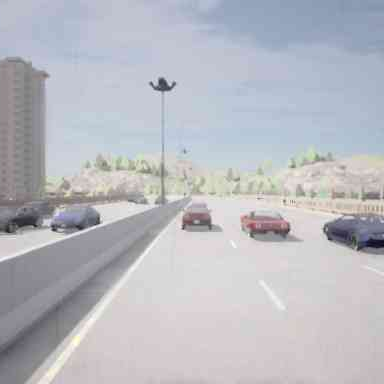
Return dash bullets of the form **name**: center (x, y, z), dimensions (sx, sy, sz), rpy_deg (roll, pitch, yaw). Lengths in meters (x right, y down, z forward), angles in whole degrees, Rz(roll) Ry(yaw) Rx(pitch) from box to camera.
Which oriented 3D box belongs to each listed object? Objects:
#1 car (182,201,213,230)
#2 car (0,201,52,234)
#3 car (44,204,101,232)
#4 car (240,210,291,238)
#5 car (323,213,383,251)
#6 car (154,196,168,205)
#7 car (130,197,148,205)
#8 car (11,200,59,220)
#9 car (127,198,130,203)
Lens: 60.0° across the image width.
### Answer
- **car**: center (0.337, 1.558, 21.417), dimensions (1.812, 1.442, 4.674), rpy_deg (0, 0, 2)
- **car**: center (-10.435, 1.521, 19.315), dimensions (2.128, 1.511, 4.902), rpy_deg (0, 0, 1)
- **car**: center (-6.912, 1.557, 20.318), dimensions (1.812, 1.442, 4.674), rpy_deg (0, 0, 1)
- **car**: center (3.735, 1.628, 17.775), dimensions (1.895, 1.301, 4.718), rpy_deg (0, 0, 1)
- **car**: center (7.178, 1.585, 14.169), dimensions (1.994, 1.385, 4.181), rpy_deg (0, 0, 1)
- **car**: center (-5.662, 1.445, 61.346), dimensions (2.097, 1.767, 4.553), rpy_deg (0, 0, 2)
- **car**: center (-9.190, 1.584, 60.554), dimensions (2.128, 1.511, 4.902), rpy_deg (0, 0, 2)
- **car**: center (-13.670, 1.549, 29.321), dimensions (1.837, 1.490, 4.892), rpy_deg (0, 0, 2)
- **car**: center (-12.381, 1.702, 70.143), dimensions (1.895, 1.301, 4.718), rpy_deg (0, 0, 2)
